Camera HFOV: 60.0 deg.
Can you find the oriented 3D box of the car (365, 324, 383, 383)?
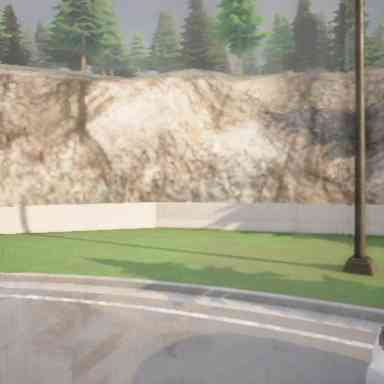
[{"bbox_3d":[3.916,1.125,1.431,5.566,2.045,2.150,0,1,41],"label":"car"}]
